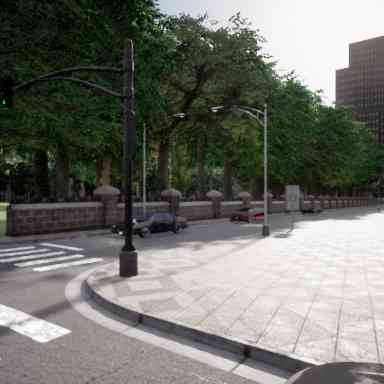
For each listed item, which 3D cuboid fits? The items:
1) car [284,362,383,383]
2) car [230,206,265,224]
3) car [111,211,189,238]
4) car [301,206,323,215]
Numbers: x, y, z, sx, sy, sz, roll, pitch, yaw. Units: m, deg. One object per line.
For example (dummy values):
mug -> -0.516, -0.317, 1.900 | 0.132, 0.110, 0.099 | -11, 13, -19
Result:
car -> 2.351, 1.551, 1.287 | 4.403, 1.369, 2.008 | 0, 0, 36
car -> 5.330, 2.089, 31.037 | 1.882, 1.535, 5.008 | 0, -1, 35
car -> -2.321, 1.885, 20.214 | 2.033, 1.411, 5.357 | 0, -1, 35
car -> 17.252, 2.654, 47.743 | 1.895, 1.301, 4.718 | 0, -1, 35
